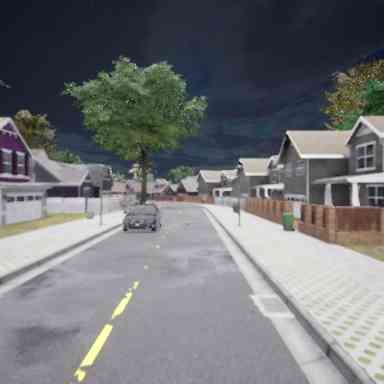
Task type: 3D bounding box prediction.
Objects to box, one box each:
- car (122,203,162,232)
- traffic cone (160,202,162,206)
[{"bbox_3d":[-2.839,1.454,19.714,1.837,1.490,4.892,0,0,0],"label":"car"},{"bbox_3d":[-4.684,2.051,54.064,0.340,0.580,0.340,0,-1,-7],"label":"traffic cone"}]
